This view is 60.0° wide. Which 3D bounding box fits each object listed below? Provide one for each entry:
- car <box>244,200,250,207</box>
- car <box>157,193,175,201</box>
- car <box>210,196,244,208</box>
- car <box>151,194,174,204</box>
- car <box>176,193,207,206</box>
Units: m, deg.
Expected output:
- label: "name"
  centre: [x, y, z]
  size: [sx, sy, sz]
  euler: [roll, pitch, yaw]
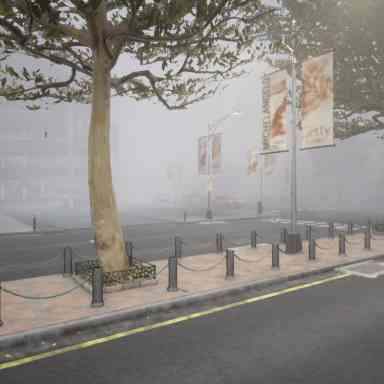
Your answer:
- label: "car"
  centre: [6.978, 1.526, 52.034]
  size: [1.812, 1.442, 4.674]
  euler: [0, 0, -36]
- label: "car"
  centre: [-5.093, 1.221, 67.879]
  size: [5.566, 2.045, 2.150]
  euler: [0, 0, 45]
- label: "car"
  centre: [4.915, 1.352, 48.890]
  size: [2.097, 1.767, 4.553]
  euler: [0, 0, -35]
- label: "car"
  centre: [-6.088, 1.564, 63.577]
  size: [1.994, 1.385, 4.181]
  euler: [0, 0, -42]
- label: "car"
  centre: [-0.181, 1.352, 55.969]
  size: [2.097, 1.767, 4.553]
  euler: [0, 0, -36]
